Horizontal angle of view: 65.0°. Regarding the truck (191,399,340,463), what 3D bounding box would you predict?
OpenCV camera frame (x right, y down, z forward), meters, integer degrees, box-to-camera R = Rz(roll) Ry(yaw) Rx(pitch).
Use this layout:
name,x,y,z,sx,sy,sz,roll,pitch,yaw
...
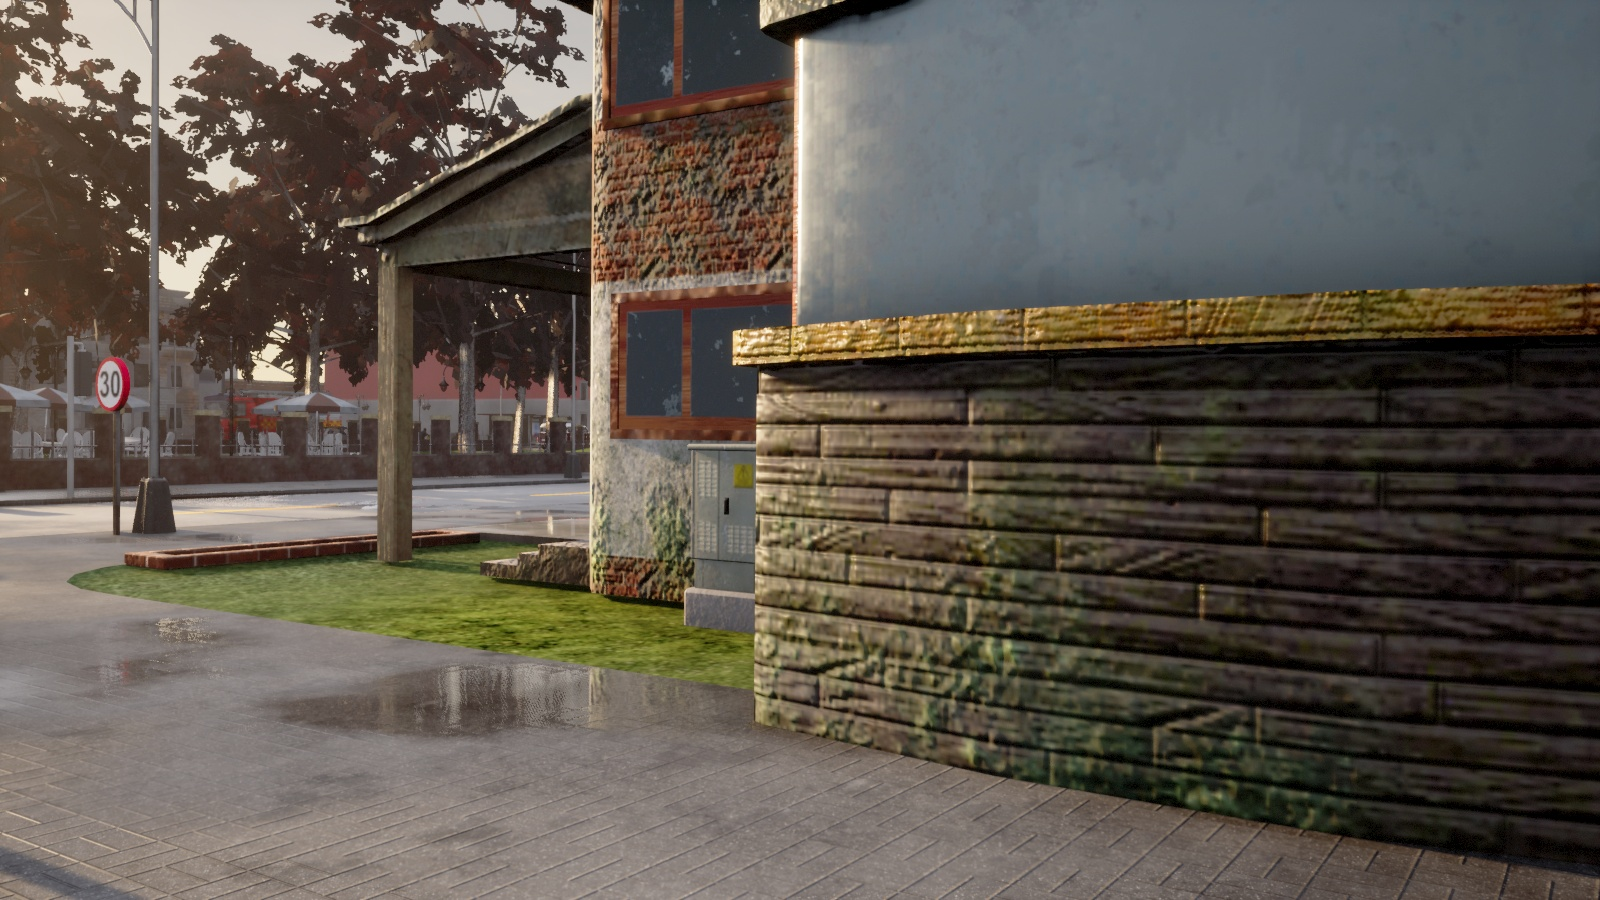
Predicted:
name,x,y,z,sx,sy,sz,roll,pitch,yaw
truck,-33.710,-1.214,79.569,2.891,3.827,8.468,0,1,33

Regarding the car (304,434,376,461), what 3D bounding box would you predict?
name,x,y,z,sx,sy,sz,roll,pitch,yaw
car,-29.045,-0.191,79.378,1.851,1.617,3.988,0,1,33

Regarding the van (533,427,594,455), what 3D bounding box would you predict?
name,x,y,z,sx,sy,sz,roll,pitch,yaw
van,-18.045,-0.693,96.037,2.069,2.038,4.480,0,1,34
